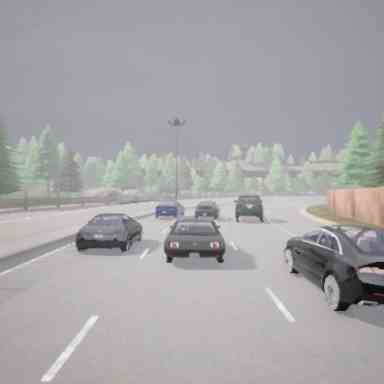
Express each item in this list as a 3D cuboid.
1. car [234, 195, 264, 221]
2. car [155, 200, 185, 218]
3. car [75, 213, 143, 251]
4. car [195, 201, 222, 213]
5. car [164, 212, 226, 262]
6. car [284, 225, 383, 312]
[{"bbox_3d":[4.720,1.252,27.538,2.150,2.045,5.566,0,0,9],"label":"car"},{"bbox_3d":[-1.896,1.512,30.175,1.882,1.535,5.008,0,0,10],"label":"car"},{"bbox_3d":[-3.354,1.581,14.128,1.994,1.385,4.181,0,0,1],"label":"car"},{"bbox_3d":[1.416,1.538,28.807,1.837,1.490,4.892,0,0,9],"label":"car"},{"bbox_3d":[0.105,1.615,12.169,1.895,1.301,4.718,0,0,1],"label":"car"},{"bbox_3d":[3.560,1.502,7.696,2.128,1.511,4.902,0,0,0],"label":"car"}]
